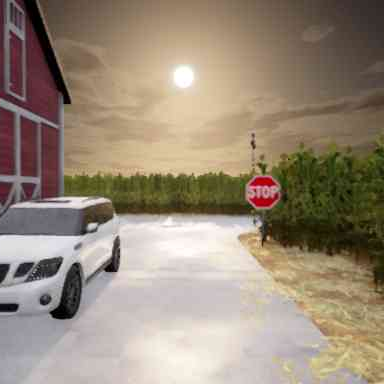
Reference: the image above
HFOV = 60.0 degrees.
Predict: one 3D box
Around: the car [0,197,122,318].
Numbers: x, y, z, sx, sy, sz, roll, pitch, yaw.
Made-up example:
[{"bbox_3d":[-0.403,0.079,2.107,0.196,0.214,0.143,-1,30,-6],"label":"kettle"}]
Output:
[{"bbox_3d":[-3.139,1.182,7.669,2.150,2.045,5.566,0,1,1],"label":"car"}]
